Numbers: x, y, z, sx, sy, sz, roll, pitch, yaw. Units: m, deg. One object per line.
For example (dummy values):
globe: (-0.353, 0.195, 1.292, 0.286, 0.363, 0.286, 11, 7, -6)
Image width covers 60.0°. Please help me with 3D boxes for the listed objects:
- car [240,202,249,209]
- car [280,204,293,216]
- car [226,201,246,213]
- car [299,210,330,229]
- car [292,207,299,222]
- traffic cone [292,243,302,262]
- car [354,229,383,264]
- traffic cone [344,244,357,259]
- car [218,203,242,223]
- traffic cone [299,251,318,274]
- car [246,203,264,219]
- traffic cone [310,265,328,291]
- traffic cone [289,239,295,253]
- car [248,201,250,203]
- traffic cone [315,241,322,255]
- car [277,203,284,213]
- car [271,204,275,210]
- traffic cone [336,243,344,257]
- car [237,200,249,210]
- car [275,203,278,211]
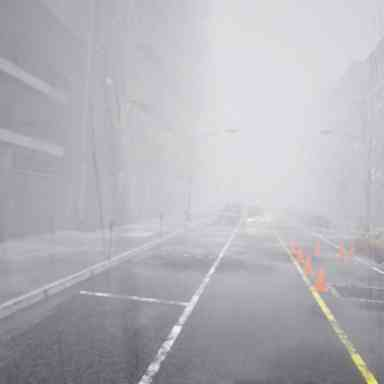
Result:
car: (12.643, 3.295, 80.440, 1.947, 1.339, 4.313, 4, -1, 11)
car: (15.268, 2.989, 51.748, 1.887, 1.381, 4.507, 4, -1, 11)
car: (4.503, 2.002, 36.969, 2.192, 1.841, 5.009, 4, 0, 11)
car: (11.186, 2.487, 30.009, 1.887, 1.381, 4.507, 4, 0, 11)
car: (12.207, 2.616, 35.445, 2.008, 1.369, 4.403, 4, -1, 11)
traffic cone: (4.076, 2.313, 12.563, 0.340, 0.580, 0.340, 3, -1, 11)
car: (8.158, 2.108, 13.875, 1.752, 1.417, 4.829, 4, 0, 11)
traffic cone: (6.671, 2.462, 13.896, 0.340, 0.580, 0.340, 3, -1, 13)
car: (3.434, 2.085, 31.366, 1.752, 1.417, 4.829, 4, 0, 11)
traffic cone: (3.707, 2.270, 10.598, 0.340, 0.580, 0.340, 3, -1, 11)
car: (7.743, 2.427, 40.534, 1.812, 1.442, 4.674, 3, -1, 11)
traffic cone: (3.338, 2.228, 8.633, 0.340, 0.580, 0.340, 3, -1, 11)
traffic cone: (4.445, 2.355, 14.529, 0.340, 0.580, 0.340, 3, -1, 11)
car: (9.602, 2.643, 64.139, 2.192, 1.841, 5.009, 4, -1, 11)
traffic cone: (5.426, 2.403, 14.343, 0.340, 0.580, 0.340, 3, -1, 11)
car: (16.288, 3.119, 57.181, 1.887, 1.381, 4.507, 4, -1, 11)
car: (19.332, 3.286, 73.494, 2.192, 1.841, 5.009, 4, -1, 11)
traffic cone: (6.375, 2.450, 14.167, 0.340, 0.580, 0.340, 3, -1, 13)
car: (10.622, 2.775, 69.572, 2.192, 1.841, 5.009, 4, -1, 11)
car: (17.323, 3.147, 62.616, 1.967, 1.590, 4.097, 4, -1, 11)
